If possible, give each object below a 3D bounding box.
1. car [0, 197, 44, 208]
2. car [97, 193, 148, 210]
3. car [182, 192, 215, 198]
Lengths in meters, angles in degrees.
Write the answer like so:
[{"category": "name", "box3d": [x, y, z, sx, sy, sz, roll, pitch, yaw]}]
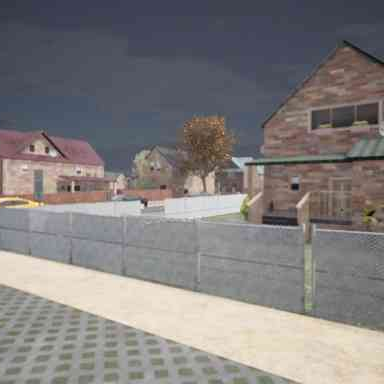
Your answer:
[{"category": "car", "box3d": [-11.918, 1.138, 21.050, 1.882, 1.535, 5.008, 1, 2, 35]}, {"category": "car", "box3d": [-6.053, 0.900, 29.289, 1.882, 1.535, 5.008, 1, 2, 35]}, {"category": "car", "box3d": [0.805, 0.692, 38.920, 2.033, 1.411, 5.357, 1, 2, 35]}]
